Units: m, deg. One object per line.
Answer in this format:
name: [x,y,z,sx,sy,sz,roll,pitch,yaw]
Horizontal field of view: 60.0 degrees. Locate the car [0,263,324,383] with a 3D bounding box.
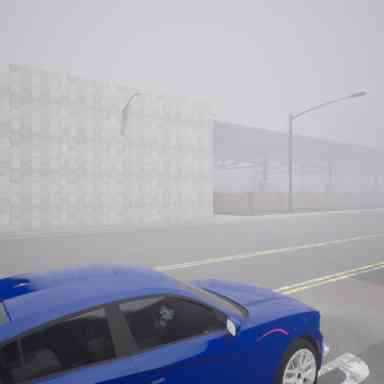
car: [-0.733,1.478,3.227,5.008,1.535,1.882,0,0,-36]
